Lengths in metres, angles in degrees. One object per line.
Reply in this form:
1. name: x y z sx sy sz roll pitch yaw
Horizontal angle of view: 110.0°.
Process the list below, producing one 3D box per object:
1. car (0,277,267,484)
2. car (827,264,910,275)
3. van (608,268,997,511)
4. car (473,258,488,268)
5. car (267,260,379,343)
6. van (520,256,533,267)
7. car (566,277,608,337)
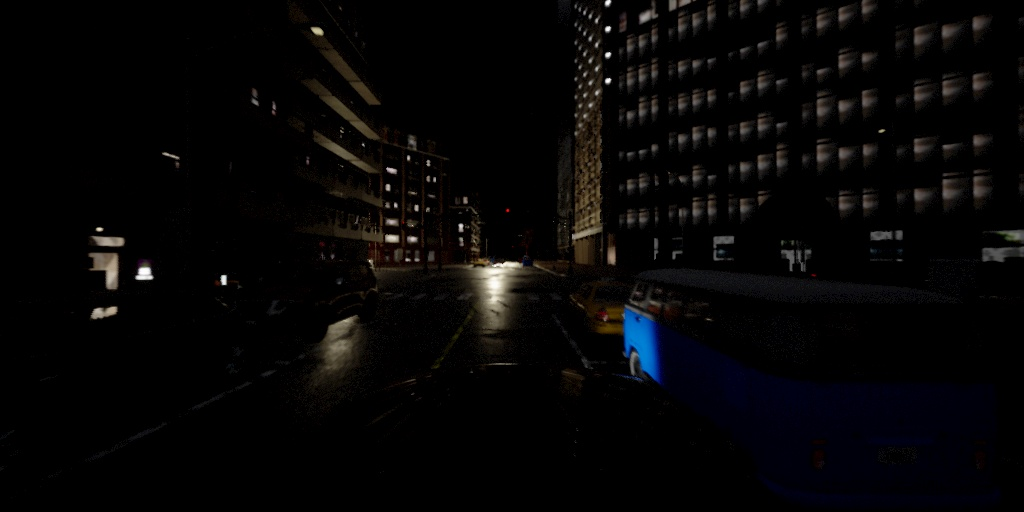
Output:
1. car: -5.315 1.181 4.233 1.967 1.591 4.097 0 0 0
2. car: 16.817 1.082 17.012 4.181 1.385 1.994 0 0 41
3. van: 2.565 1.082 4.239 1.690 1.789 3.998 0 0 0
4. car: -5.319 1.138 58.598 1.751 1.417 4.829 0 0 0
5. car: -5.315 1.038 9.769 2.192 1.841 5.009 0 0 0
6. van: 2.561 0.954 58.768 1.690 1.789 3.998 0 0 0
7. car: 2.565 1.249 9.946 1.751 1.417 4.829 0 0 0
